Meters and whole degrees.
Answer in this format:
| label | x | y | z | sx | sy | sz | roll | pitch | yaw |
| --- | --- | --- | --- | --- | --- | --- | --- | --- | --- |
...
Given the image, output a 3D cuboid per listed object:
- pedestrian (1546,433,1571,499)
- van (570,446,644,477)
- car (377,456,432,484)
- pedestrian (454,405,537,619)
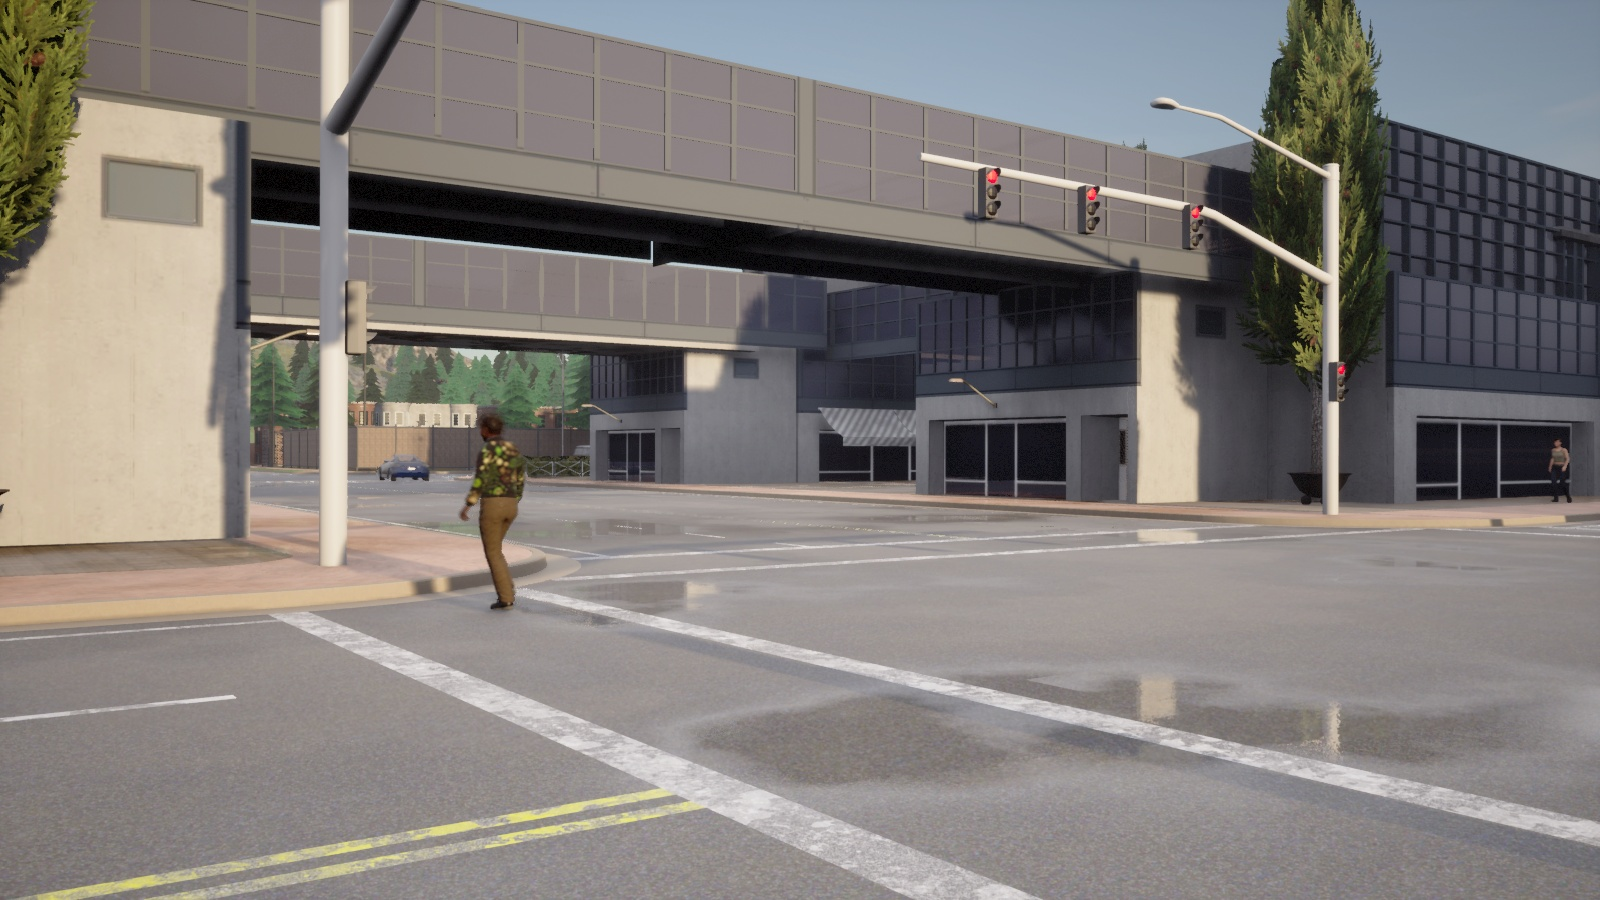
| label | x | y | z | sx | sy | sz | roll | pitch | yaw |
| --- | --- | --- | --- | --- | --- | --- | --- | --- | --- |
| pedestrian | 21.170 | 0.444 | 35.043 | 0.594 | 1.836 | 0.345 | 0 | 0 | -29 |
| van | -12.648 | 0.726 | 82.479 | 4.442 | 1.987 | 1.775 | 0 | 0 | -34 |
| car | -20.771 | 1.014 | 65.793 | 1.994 | 1.385 | 4.181 | 0 | 0 | -29 |
| pedestrian | -2.827 | 0.558 | 11.656 | 0.692 | 1.930 | 0.395 | 0 | 0 | 38 |
